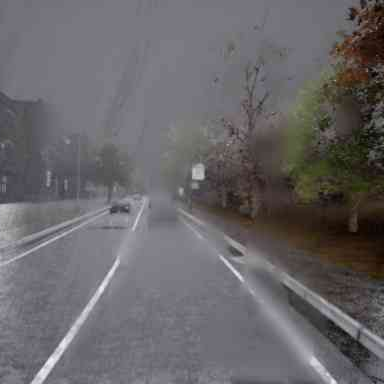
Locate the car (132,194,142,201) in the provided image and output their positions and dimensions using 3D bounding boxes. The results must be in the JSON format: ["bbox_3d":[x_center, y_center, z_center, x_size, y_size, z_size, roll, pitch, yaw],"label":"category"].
[{"bbox_3d":[-12.184,1.231,74.071,1.837,1.490,4.892,0,0,-7],"label":"car"}]

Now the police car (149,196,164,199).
[{"bbox_3d":[-4.416,1.328,41.742,1.930,1.638,5.238,0,0,-7],"label":"police car"}]

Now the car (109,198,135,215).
[{"bbox_3d":[-7.004,1.516,32.830,1.895,1.301,4.718,0,0,-7],"label":"car"}]

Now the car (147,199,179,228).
[{"bbox_3d":[-1.962,1.475,22.375,2.128,1.511,4.902,0,0,-7],"label":"car"}]
